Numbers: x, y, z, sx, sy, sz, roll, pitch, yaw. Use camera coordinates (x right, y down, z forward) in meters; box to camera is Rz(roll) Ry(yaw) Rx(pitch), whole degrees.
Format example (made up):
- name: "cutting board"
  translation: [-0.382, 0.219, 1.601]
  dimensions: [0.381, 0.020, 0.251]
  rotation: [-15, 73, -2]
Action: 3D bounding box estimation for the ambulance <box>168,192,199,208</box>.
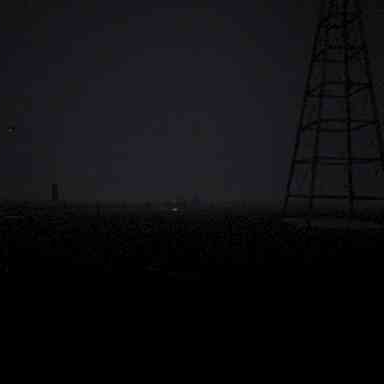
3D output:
- name: "ambulance"
  translation: [-1.497, 1.318, 54.465]
  dimensions: [2.351, 2.431, 6.366]
  rotation: [2, 0, 35]
